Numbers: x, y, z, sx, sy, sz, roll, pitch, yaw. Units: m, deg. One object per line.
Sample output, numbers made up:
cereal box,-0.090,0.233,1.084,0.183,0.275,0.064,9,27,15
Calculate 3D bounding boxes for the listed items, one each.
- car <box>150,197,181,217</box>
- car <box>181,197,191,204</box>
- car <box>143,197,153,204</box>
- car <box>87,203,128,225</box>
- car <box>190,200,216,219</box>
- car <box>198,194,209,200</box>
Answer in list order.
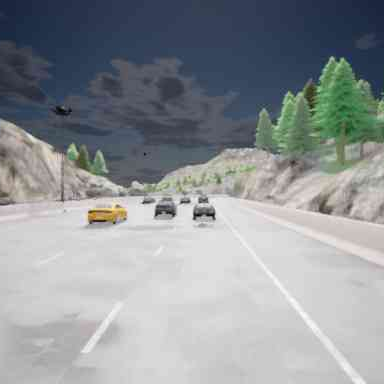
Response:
car,-2.373,1.521,31.101,1.837,1.490,4.892,0,0,2
car,-1.223,1.581,65.020,1.994,1.385,4.181,0,0,4
car,-8.259,1.610,64.502,1.994,1.385,4.181,0,0,3
car,-6.075,1.507,24.379,1.882,1.535,5.008,0,0,2
car,1.042,1.602,28.771,1.895,1.301,4.718,0,0,2
car,2.279,1.353,64.877,2.097,1.767,4.553,0,0,4
